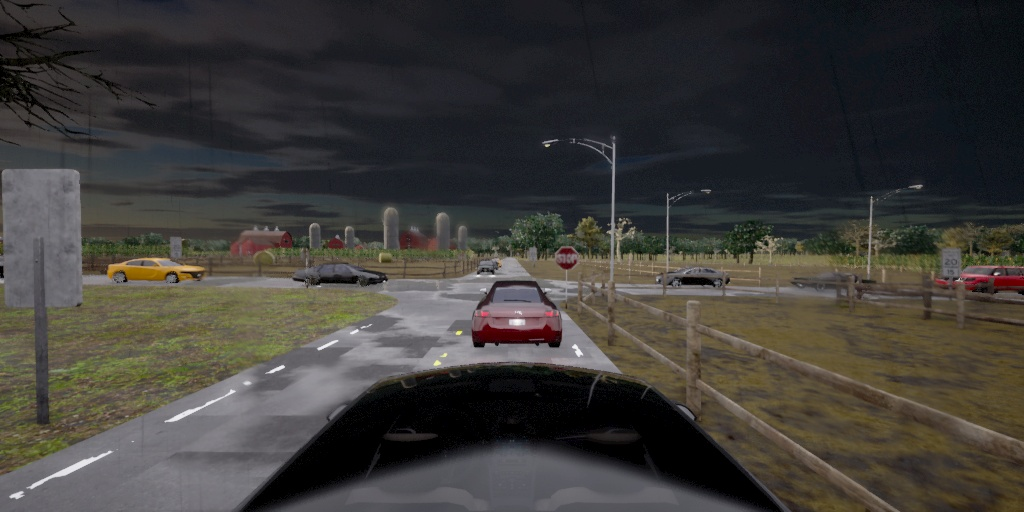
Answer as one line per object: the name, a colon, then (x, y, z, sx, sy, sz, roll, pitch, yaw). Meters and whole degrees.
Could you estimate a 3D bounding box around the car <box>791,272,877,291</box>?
car: (22.719, 1.811, 25.480, 4.718, 1.301, 1.895, 1, 1, 0)

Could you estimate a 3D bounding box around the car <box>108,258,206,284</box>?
car: (-21.911, 0.886, 22.269, 5.008, 1.535, 1.882, 1, 1, 0)

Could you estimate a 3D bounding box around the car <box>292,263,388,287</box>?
car: (-10.610, 1.147, 22.332, 5.357, 1.411, 2.033, 1, 1, 0)

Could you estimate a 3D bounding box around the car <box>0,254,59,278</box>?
car: (-35.482, 0.636, 25.140, 5.008, 1.535, 1.882, 1, 1, 0)

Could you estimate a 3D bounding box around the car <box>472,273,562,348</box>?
car: (0.099, 1.311, 9.267, 1.994, 1.385, 4.181, 0, 0, 0)

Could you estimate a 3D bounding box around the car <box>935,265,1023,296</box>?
car: (33.842, 1.698, 25.533, 5.566, 2.045, 2.150, 2, 1, 0)

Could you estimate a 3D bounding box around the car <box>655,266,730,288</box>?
car: (12.755, 1.486, 25.420, 4.902, 1.511, 2.128, 1, 1, 0)

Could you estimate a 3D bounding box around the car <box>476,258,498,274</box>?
car: (-2.801, 1.224, 39.631, 1.837, 1.490, 4.892, 0, 0, -1)

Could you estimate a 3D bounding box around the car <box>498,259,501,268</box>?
car: (-2.835, 1.196, 49.197, 2.128, 1.511, 4.902, 0, 0, 0)

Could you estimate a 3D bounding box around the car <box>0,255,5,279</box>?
car: (-34.103, 0.575, 22.206, 4.553, 1.767, 2.097, 1, 1, 0)
